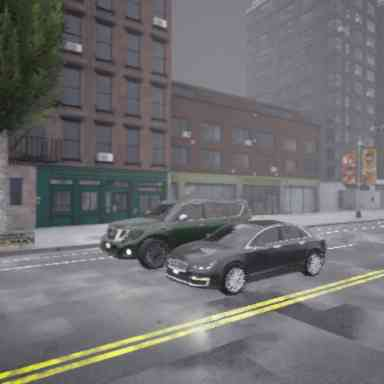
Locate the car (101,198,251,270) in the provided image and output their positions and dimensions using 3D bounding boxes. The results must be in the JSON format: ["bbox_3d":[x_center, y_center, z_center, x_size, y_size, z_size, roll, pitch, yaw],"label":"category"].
[{"bbox_3d":[-0.240,1.248,11.498,5.566,2.045,2.150,0,0,-35],"label":"car"}]

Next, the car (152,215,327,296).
[{"bbox_3d":[1.617,1.531,8.829,4.892,1.490,1.837,0,0,-35],"label":"car"}]
